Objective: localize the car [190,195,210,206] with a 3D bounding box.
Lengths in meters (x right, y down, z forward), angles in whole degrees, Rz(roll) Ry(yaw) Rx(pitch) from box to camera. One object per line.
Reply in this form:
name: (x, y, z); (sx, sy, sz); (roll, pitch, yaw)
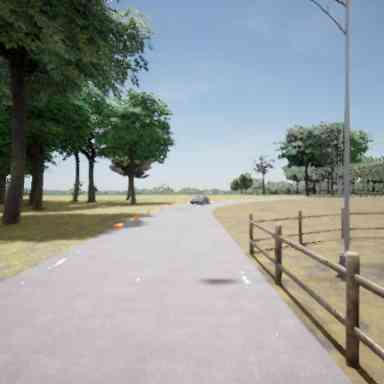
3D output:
car: (1.262, 1.219, 49.326); (2.033, 1.411, 5.357); (0, 0, 18)
